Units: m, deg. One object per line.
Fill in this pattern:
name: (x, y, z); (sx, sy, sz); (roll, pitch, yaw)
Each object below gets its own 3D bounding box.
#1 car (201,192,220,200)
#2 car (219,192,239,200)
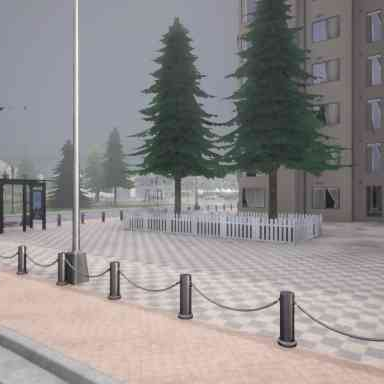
car: (5.241, 1.384, 91.390); (3.806, 1.475, 1.970); (0, 0, 35)
car: (9.602, 1.374, 84.687); (3.633, 1.501, 1.845); (0, 0, 35)
